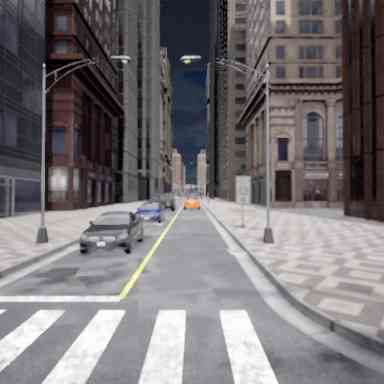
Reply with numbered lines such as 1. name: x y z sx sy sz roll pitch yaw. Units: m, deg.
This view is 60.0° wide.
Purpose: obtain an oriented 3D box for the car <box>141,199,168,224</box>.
1. car: -3.089 1.520 24.988 1.812 1.442 4.674 0 0 0

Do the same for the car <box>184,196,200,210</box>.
1. car: 0.002 1.355 43.434 2.097 1.767 4.553 0 0 0

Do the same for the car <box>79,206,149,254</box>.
1. car: -3.094 1.520 13.658 1.812 1.442 4.674 0 0 0

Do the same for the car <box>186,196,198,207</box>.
1. car: 0.001 1.491 53.500 1.882 1.535 5.008 0 0 0

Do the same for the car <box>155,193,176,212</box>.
1. car: -3.076 1.217 39.342 2.150 2.045 5.566 0 1 0
